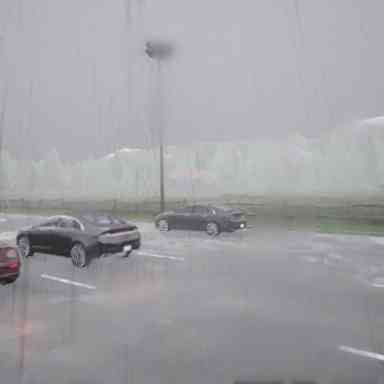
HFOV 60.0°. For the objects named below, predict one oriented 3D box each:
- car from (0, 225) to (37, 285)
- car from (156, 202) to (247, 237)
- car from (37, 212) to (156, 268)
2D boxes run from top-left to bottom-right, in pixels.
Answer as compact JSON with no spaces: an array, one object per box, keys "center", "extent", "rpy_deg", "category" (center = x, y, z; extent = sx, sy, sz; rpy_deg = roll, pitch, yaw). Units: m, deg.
[{"center":[-5.976,1.515,8.089],"extent":[4.674,1.442,1.812],"rpy_deg":[0,1,35],"category":"car"},{"center":[0.296,1.290,16.567],"extent":[4.892,1.490,1.837],"rpy_deg":[0,1,35],"category":"car"},{"center":[-3.850,1.412,10.928],"extent":[4.902,1.511,2.128],"rpy_deg":[0,1,35],"category":"car"}]
